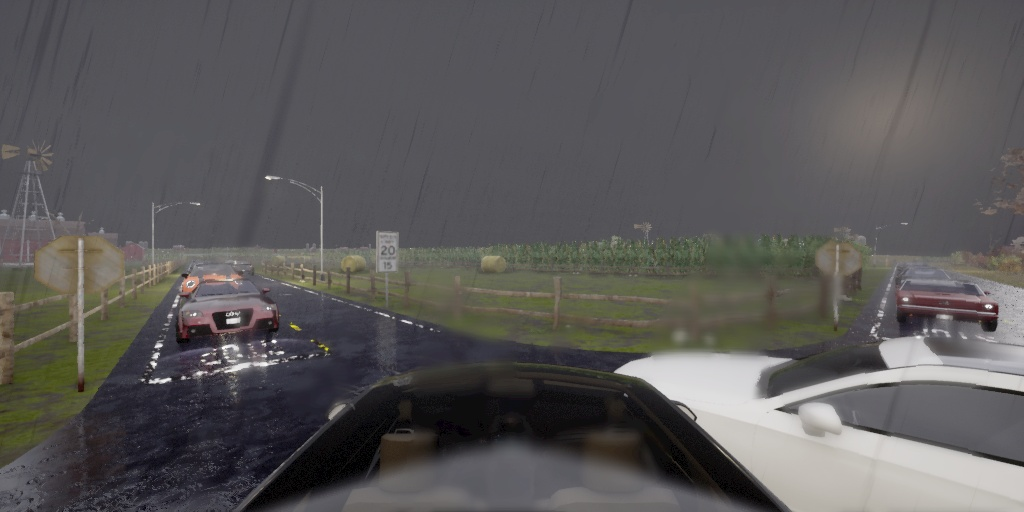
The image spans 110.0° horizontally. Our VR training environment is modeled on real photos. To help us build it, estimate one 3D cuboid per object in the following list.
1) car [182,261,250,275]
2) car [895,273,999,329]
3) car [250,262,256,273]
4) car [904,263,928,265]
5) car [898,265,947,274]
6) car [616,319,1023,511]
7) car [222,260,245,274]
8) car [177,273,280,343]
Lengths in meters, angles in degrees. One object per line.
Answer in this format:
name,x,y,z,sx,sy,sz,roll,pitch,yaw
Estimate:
car,-13.672,1.136,16.449,2.097,1.767,4.553,0,0,-42
car,13.548,1.393,11.365,4.718,1.301,1.895,0,1,-43
car,-26.883,1.274,35.716,2.128,1.511,4.902,0,0,-41
car,27.416,1.391,24.144,4.181,1.385,1.994,0,1,-43
car,20.644,1.355,17.909,5.357,1.411,2.033,0,1,-43
car,2.844,1.293,2.333,1.812,1.442,4.674,0,1,-44
car,-33.583,1.293,43.193,1.837,1.490,4.892,0,0,-41
car,-7.914,1.353,9.950,1.994,1.385,4.181,0,0,-42
